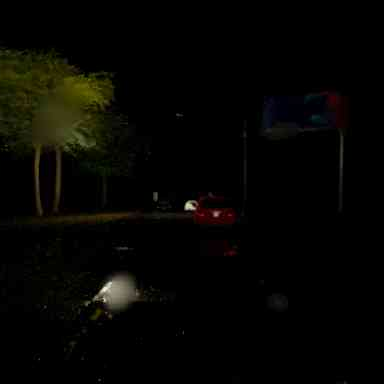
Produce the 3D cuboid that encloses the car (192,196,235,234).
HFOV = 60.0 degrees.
[{"bbox_3d":[1.226,1.273,19.637,2.150,2.045,5.566,0,0,0],"label":"car"}]

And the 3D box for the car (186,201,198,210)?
[{"bbox_3d":[0.003,2.124,54.480,1.994,1.385,4.181,0,-1,0],"label":"car"}]

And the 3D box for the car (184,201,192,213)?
[{"bbox_3d":[0.044,1.873,42.311,1.812,1.442,4.674,0,-1,1],"label":"car"}]

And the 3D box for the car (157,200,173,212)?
[{"bbox_3d":[-3.583,1.858,44.235,1.882,1.535,5.008,0,-1,0],"label":"car"}]
